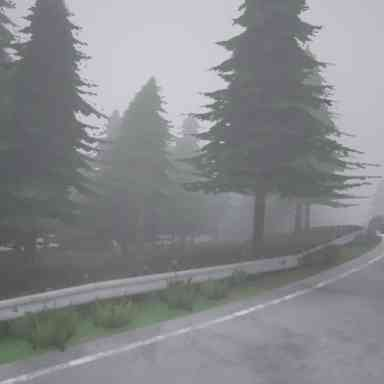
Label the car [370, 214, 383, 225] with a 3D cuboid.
[{"bbox_3d":[14.801,2.447,25.040,1.837,1.490,4.892,4,-5,13],"label":"car"}]
